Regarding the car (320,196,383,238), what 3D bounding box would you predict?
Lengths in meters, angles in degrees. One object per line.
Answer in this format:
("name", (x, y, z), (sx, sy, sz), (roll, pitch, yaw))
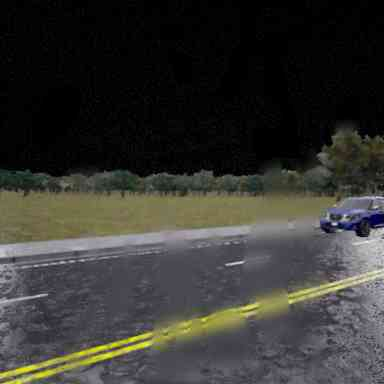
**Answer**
("car", (9.449, 1.274, 18.417), (5.566, 2.045, 2.150), (0, 0, -36))
